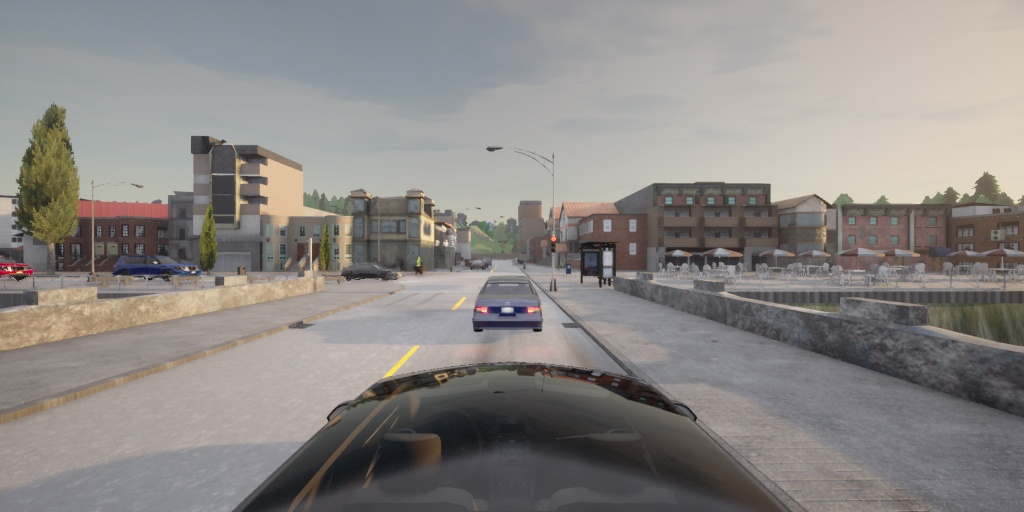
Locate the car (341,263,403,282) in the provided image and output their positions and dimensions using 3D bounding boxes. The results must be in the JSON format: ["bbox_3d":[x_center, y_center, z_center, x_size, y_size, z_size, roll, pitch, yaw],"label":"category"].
[{"bbox_3d":[-11.025,1.275,28.301,4.674,1.442,1.812,0,0,6],"label":"car"}]

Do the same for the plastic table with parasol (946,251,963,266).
[{"bbox_3d":[46.137,0.675,36.530,2.482,2.480,2.482,0,0,-1],"label":"plastic table with parasol"}]

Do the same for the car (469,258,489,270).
[{"bbox_3d":[-4.912,1.276,52.433,1.812,1.442,4.674,0,0,1],"label":"car"}]

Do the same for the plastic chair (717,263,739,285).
[{"bbox_3d":[14.621,1.279,24.266,0.750,1.272,0.730,0,0,-1],"label":"plastic chair"}]

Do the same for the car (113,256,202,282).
[{"bbox_3d":[-27.966,0.974,28.358,5.566,2.045,2.150,0,0,0],"label":"car"}]

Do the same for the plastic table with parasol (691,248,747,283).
[{"bbox_3d":[14.772,0.675,25.528,2.482,2.480,2.482,0,0,-1],"label":"plastic table with parasol"}]

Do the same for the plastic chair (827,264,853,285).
[{"bbox_3d":[22.222,1.279,24.282,0.730,1.272,0.750,0,0,-1],"label":"plastic chair"}]

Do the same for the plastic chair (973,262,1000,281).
[{"bbox_3d":[36.238,1.279,27.395,0.730,1.272,0.750,0,0,-1],"label":"plastic chair"}]

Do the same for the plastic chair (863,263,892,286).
[{"bbox_3d":[23.343,1.279,22.899,0.750,1.272,0.730,0,0,-1],"label":"plastic chair"}]

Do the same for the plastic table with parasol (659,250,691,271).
[{"bbox_3d":[15.402,0.675,33.359,2.482,2.480,2.482,0,0,-1],"label":"plastic table with parasol"}]

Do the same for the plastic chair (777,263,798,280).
[{"bbox_3d":[22.348,1.279,29.085,0.750,1.272,0.730,0,0,-1],"label":"plastic chair"}]

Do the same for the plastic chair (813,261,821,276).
[{"bbox_3d":[29.375,1.279,33.893,0.750,1.272,0.730,0,0,-1],"label":"plastic chair"}]

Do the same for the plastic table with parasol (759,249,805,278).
[{"bbox_3d":[22.427,0.675,30.436,2.482,2.480,2.482,0,0,-1],"label":"plastic table with parasol"}]

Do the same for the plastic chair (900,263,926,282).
[{"bbox_3d":[30.082,1.279,26.903,0.750,1.272,0.730,0,0,-1],"label":"plastic chair"}]

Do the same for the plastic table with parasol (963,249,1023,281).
[{"bbox_3d":[37.367,0.675,27.325,2.482,2.480,2.482,0,0,-1],"label":"plastic table with parasol"}]

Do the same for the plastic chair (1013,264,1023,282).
[{"bbox_3d":[37.397,1.279,26.015,0.750,1.272,0.730,0,0,-1],"label":"plastic chair"}]

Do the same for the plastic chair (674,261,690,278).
[{"bbox_3d":[15.301,1.279,32.077,0.750,1.272,0.730,0,0,-1],"label":"plastic chair"}]

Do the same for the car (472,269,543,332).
[{"bbox_3d":[-0.113,1.297,10.810,2.033,1.411,5.357,0,0,0],"label":"car"}]

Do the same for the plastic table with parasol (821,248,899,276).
[{"bbox_3d":[23.422,0.675,24.251,2.482,2.480,2.482,0,0,-1],"label":"plastic table with parasol"}]

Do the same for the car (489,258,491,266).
[{"bbox_3d":[-5.033,1.228,61.671,1.882,1.535,5.008,0,0,-1],"label":"car"}]

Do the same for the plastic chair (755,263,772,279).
[{"bbox_3d":[21.227,1.279,30.468,0.730,1.272,0.750,0,0,-1],"label":"plastic chair"}]

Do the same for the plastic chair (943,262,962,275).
[{"bbox_3d":[44.935,1.279,36.632,0.730,1.272,0.750,0,0,-1],"label":"plastic chair"}]

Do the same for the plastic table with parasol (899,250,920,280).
[{"bbox_3d":[30.073,0.675,28.183,2.482,2.480,2.482,0,0,-1],"label":"plastic table with parasol"}]

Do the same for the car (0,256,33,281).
[{"bbox_3d":[-41.471,0.973,28.167,5.566,2.045,2.150,0,0,-1],"label":"car"}]

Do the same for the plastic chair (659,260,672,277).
[{"bbox_3d":[14.180,1.279,33.460,0.730,1.272,0.750,0,0,-1],"label":"plastic chair"}]

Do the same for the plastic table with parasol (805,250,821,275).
[{"bbox_3d":[29.684,0.675,35.268,2.482,2.480,2.482,0,0,-1],"label":"plastic table with parasol"}]

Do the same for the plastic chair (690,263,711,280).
[{"bbox_3d":[13.500,1.279,25.649,0.730,1.272,0.750,0,0,-1],"label":"plastic chair"}]

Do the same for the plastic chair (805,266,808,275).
[{"bbox_3d":[28.254,1.279,35.276,0.730,1.272,0.750,0,0,-1],"label":"plastic chair"}]
